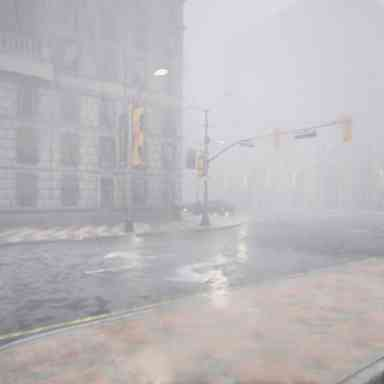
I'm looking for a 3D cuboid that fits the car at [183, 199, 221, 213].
[{"bbox_3d":[1.220,1.845,41.457,1.994,1.385,4.181,1,0,-36],"label":"car"}]

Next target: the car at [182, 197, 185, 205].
[{"bbox_3d":[-1.904,1.867,51.835,2.033,1.411,5.357,1,0,-35],"label":"car"}]

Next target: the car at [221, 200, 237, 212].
[{"bbox_3d":[3.782,1.825,43.890,1.837,1.490,4.892,1,0,-36],"label":"car"}]
